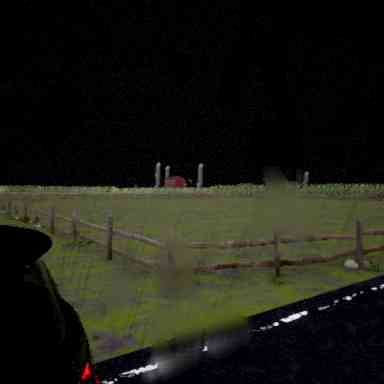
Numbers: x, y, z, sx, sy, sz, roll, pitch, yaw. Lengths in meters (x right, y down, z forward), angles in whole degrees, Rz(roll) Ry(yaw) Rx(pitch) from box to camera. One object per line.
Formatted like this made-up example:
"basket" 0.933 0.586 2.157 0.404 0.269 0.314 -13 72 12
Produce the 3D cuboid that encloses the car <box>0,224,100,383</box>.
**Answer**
"car" -3.055 1.226 0.890 5.566 2.045 2.150 0 0 -36
